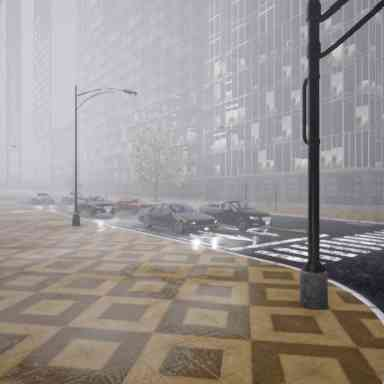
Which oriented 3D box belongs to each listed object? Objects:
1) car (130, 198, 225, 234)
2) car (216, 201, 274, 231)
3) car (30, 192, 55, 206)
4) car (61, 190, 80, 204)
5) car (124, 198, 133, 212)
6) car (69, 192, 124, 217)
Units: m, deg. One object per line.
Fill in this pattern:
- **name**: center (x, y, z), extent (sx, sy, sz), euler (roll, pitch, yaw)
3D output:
- **car**: center (-0.953, 1.292, 17.700), extent (2.033, 1.411, 5.357), euler (0, 1, -38)
- **car**: center (2.330, 1.254, 18.784), extent (2.128, 1.511, 4.902), euler (0, 1, -38)
- **car**: center (-17.540, 0.776, 38.938), extent (1.812, 1.442, 4.674), euler (0, 1, -38)
- **car**: center (-14.035, 0.627, 39.717), extent (2.097, 1.767, 4.553), euler (0, 1, -38)
- **car**: center (-4.868, 1.150, 27.954), extent (1.895, 1.301, 4.718), euler (0, 1, -38)
- **car**: center (-7.599, 1.039, 26.173), extent (2.128, 1.511, 4.902), euler (0, 1, -38)
